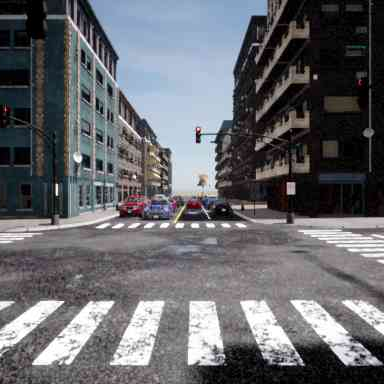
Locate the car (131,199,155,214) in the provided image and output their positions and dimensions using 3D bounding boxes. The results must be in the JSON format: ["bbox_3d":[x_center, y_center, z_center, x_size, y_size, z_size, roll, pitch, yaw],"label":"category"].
[{"bbox_3d":[-5.183,1.538,35.739,1.887,1.381,4.507,0,0,0],"label":"car"}]

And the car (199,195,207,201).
[{"bbox_3d":[2.881,1.504,85.679,1.887,1.381,4.507,0,0,0],"label":"car"}]

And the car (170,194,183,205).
[{"bbox_3d":[-2.671,1.465,47.734,1.882,1.535,5.008,0,0,0],"label":"car"}]

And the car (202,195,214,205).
[{"bbox_3d":[2.779,1.422,57.918,1.967,1.590,4.097,0,0,0],"label":"car"}]

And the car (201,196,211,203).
[{"bbox_3d":[2.820,1.525,69.023,2.008,1.369,4.403,0,0,0],"label":"car"}]

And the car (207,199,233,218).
[{"bbox_3d":[2.676,1.562,30.159,1.947,1.339,4.313,0,0,0],"label":"car"}]

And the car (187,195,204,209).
[{"bbox_3d":[0.266,1.552,45.597,1.994,1.385,4.181,0,0,0],"label":"car"}]

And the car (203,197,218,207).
[{"bbox_3d":[2.718,1.573,41.263,1.802,1.307,4.206,0,0,0],"label":"car"}]

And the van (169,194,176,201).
[{"bbox_3d":[-4.998,1.301,85.707,1.690,1.788,3.998,0,0,0],"label":"van"}]

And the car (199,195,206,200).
[{"bbox_3d":[2.902,1.499,91.231,1.887,1.381,4.507,0,0,0],"label":"car"}]

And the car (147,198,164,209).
[{"bbox_3d":[-5.142,1.533,46.844,1.887,1.381,4.507,0,0,0],"label":"car"}]

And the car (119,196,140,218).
[{"bbox_3d":[-5.204,1.311,30.187,2.192,1.841,5.009,0,0,0],"label":"car"}]

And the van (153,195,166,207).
[{"bbox_3d":[-5.122,1.326,52.395,1.690,1.788,3.998,0,0,0],"label":"van"}]

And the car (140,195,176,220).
[{"bbox_3d":[-2.774,1.349,28.099,2.097,1.767,4.553,0,0,1],"label":"car"}]

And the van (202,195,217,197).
[{"bbox_3d":[2.739,1.329,46.815,1.690,1.788,3.998,0,0,0],"label":"van"}]

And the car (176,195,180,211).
[{"bbox_3d":[-2.713,1.471,37.309,1.882,1.535,5.008,0,0,0],"label":"car"}]
